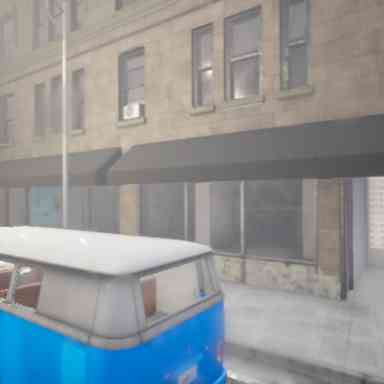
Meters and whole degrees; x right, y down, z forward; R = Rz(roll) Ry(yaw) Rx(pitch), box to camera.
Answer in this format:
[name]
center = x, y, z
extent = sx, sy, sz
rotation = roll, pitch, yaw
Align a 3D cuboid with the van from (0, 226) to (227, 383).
[van]
center = -1.558, 1.373, 3.928
extent = 3.998, 1.788, 1.690
rotation = -1, 0, 35
